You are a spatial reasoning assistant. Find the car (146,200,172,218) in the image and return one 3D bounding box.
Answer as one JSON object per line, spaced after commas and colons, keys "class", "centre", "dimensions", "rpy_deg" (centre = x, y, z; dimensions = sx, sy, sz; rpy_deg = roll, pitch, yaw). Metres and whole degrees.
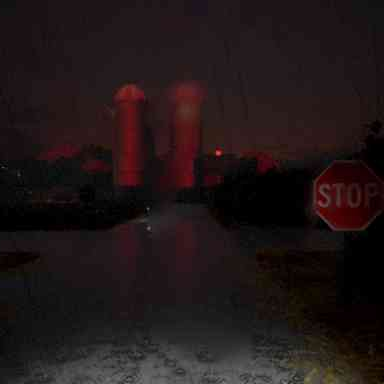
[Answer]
{"class": "car", "centre": [-3.107, 1.508, 31.813], "dimensions": [2.097, 1.767, 4.553], "rpy_deg": [0, -1, 0]}
